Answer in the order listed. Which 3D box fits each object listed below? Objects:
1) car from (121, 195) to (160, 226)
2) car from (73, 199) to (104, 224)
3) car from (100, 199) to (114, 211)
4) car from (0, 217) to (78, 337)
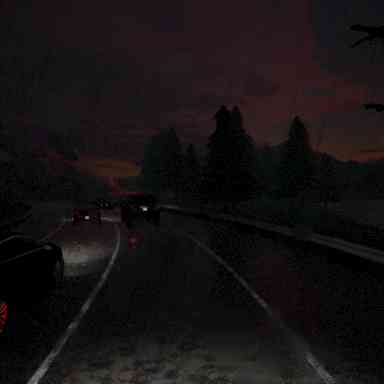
[{"bbox_3d":[-3.797,1.214,23.796,2.150,2.045,5.566,0,-1,-17],"label":"car"},{"bbox_3d":[-7.733,1.534,24.529,1.812,1.442,4.674,0,0,-17],"label":"car"},{"bbox_3d":[-11.174,1.556,40.977,2.033,1.411,5.357,0,0,-29],"label":"car"},{"bbox_3d":[-3.934,1.500,6.306,2.128,1.511,4.902,0,0,-5],"label":"car"}]
